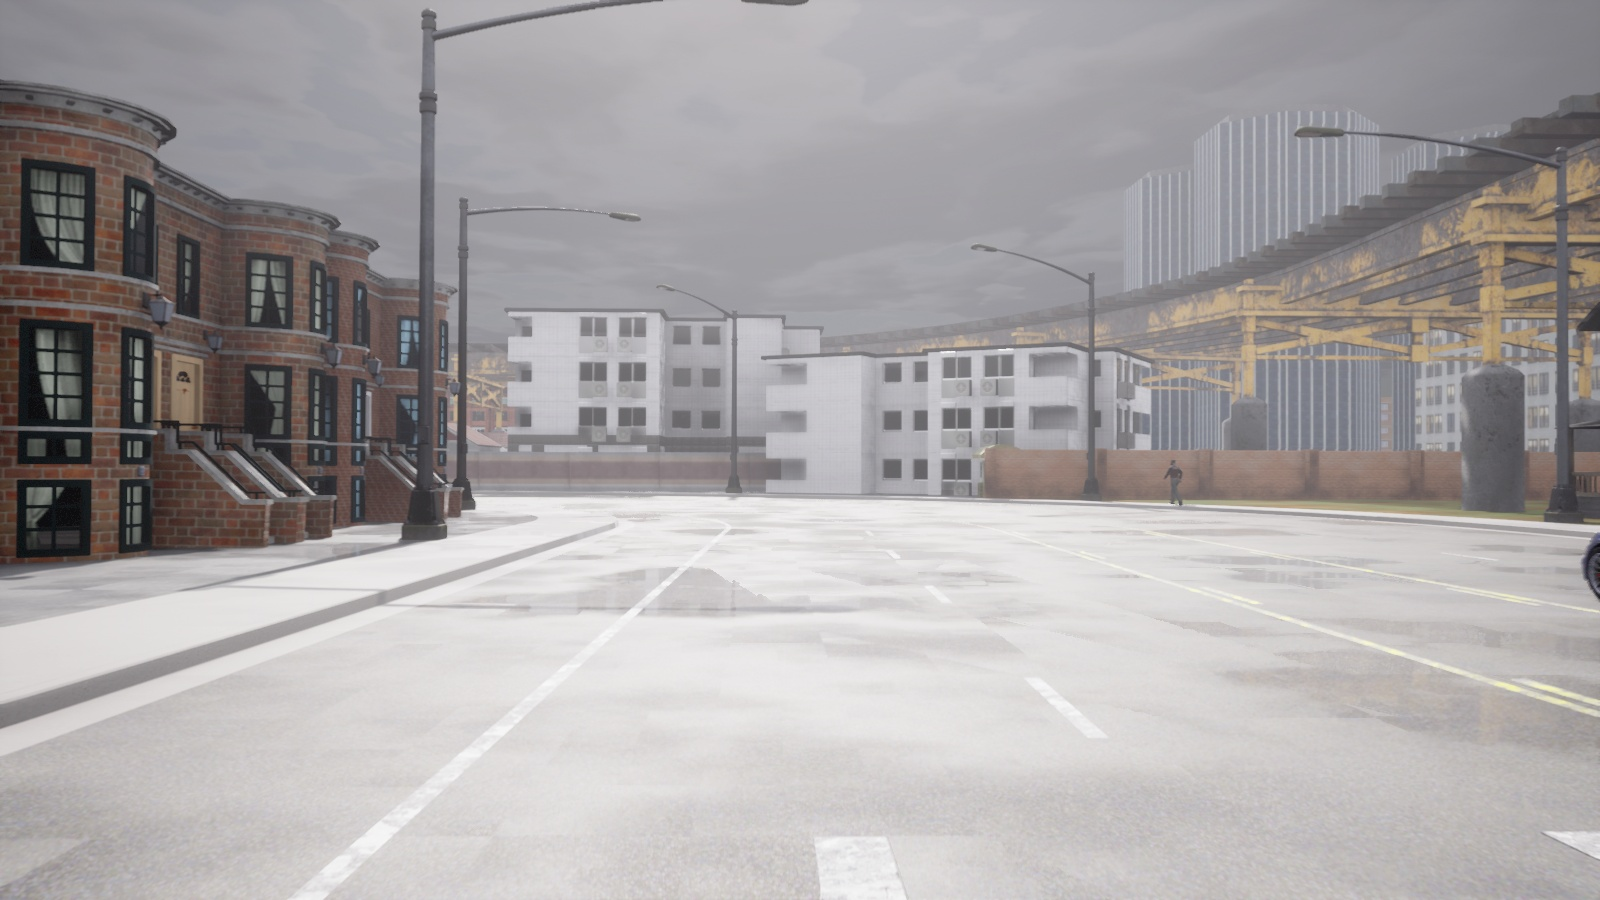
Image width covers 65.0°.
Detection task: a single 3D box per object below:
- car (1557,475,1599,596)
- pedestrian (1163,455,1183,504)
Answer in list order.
[{"bbox_3d":[10.471,0.997,13.508,1.812,1.442,4.674,0,-1,0],"label":"car"},{"bbox_3d":[14.821,1.151,49.879,0.402,1.930,0.666,0,-1,-29],"label":"pedestrian"}]
